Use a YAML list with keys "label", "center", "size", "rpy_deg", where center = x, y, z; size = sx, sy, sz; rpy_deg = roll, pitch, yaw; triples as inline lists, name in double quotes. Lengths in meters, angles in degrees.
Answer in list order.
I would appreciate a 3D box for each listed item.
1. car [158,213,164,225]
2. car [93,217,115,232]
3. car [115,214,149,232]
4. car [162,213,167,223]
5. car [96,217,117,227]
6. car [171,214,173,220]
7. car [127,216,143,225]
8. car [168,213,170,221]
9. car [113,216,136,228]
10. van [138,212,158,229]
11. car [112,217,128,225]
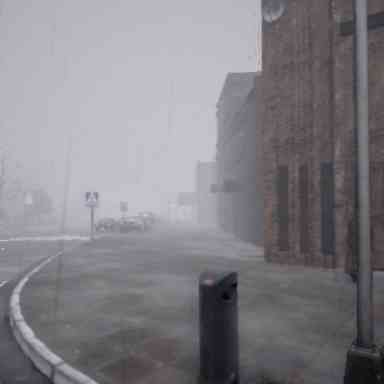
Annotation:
- label: "car"
  center: [-6.101, 4.564, 53.784]
  size: [2.002, 1.452, 4.674]
  rpy_deg: [-1, -4, -1]
- label: "car"
  center: [-8.833, 3.455, 35.017]
  size: [1.895, 1.301, 4.718]
  rpy_deg: [-1, -4, -1]
- label: "car"
  center: [-5.645, 3.123, 31.797]
  size: [2.002, 1.452, 4.674]
  rpy_deg: [1, -4, -1]
- label: "car"
  center: [-6.216, 4.766, 59.403]
  size: [2.185, 1.767, 4.553]
  rpy_deg: [-1, -4, -1]
- label: "car"
  center: [-12.368, 4.321, 48.157]
  size: [1.994, 1.385, 4.181]
  rpy_deg: [-1, -4, -1]
- label: "car"
  center: [-6.655, 6.081, 81.395]
  size: [2.435, 2.045, 5.566]
  rpy_deg: [-1, -4, -1]
- label: "car"
  center: [-9.349, 4.665, 54.934]
  size: [1.837, 1.490, 4.892]
  rpy_deg: [-1, -4, -1]
- label: "car"
  center: [-6.433, 5.616, 70.445]
  size: [2.231, 1.521, 4.892]
  rpy_deg: [-1, -4, -1]
- label: "car"
  center: [-9.072, 4.065, 45.139]
  size: [2.033, 1.411, 5.357]
  rpy_deg: [-1, -4, -1]
- label: "van"
  center: [-5.888, 3.584, 42.896]
  size: [1.878, 1.987, 4.442]
  rpy_deg: [-1, -4, -1]
- label: "car"
  center: [-12.562, 5.009, 58.097]
  size: [1.895, 1.301, 4.718]
  rpy_deg: [-1, -4, -1]
